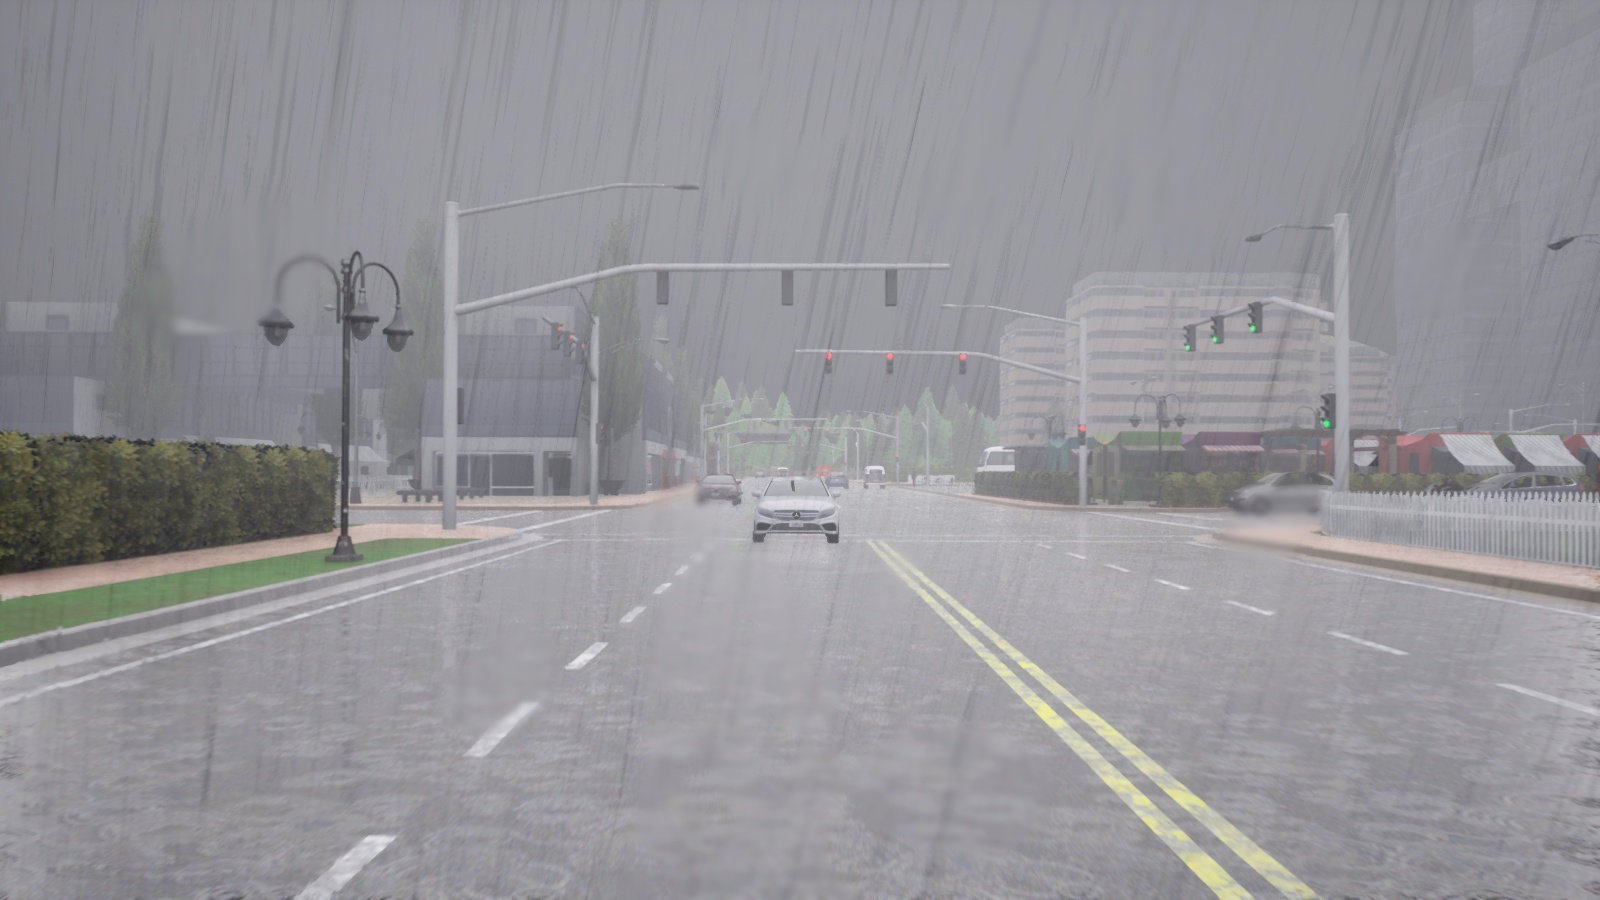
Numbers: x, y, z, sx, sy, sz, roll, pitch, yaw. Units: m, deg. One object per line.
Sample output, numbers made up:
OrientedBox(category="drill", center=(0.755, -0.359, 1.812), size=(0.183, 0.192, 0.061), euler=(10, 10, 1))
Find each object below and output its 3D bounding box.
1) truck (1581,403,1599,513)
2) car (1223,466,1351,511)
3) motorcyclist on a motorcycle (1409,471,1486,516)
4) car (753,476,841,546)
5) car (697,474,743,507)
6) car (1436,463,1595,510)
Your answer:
OrientedBox(category="truck", center=(32.120, 0.248, 43.385), size=(8.468, 3.827, 2.891), euler=(0, -1, -2))
OrientedBox(category="car", center=(17.977, 1.419, 46.476), size=(3.988, 1.617, 1.851), euler=(0, -1, -2))
OrientedBox(category="motorcyclist on a motorcycle", center=(22.210, 1.482, 43.090), size=(2.191, 1.530, 0.866), euler=(0, -1, -2))
OrientedBox(category="car", center=(-0.070, 1.317, 28.474), size=(1.812, 1.442, 4.674), euler=(0, -1, 0))
OrientedBox(category="car", center=(-3.641, 1.821, 57.685), size=(1.812, 1.442, 4.674), euler=(0, -1, 0))
OrientedBox(category="car", center=(26.550, 1.335, 46.716), size=(4.611, 1.667, 2.242), euler=(0, -1, -2))
